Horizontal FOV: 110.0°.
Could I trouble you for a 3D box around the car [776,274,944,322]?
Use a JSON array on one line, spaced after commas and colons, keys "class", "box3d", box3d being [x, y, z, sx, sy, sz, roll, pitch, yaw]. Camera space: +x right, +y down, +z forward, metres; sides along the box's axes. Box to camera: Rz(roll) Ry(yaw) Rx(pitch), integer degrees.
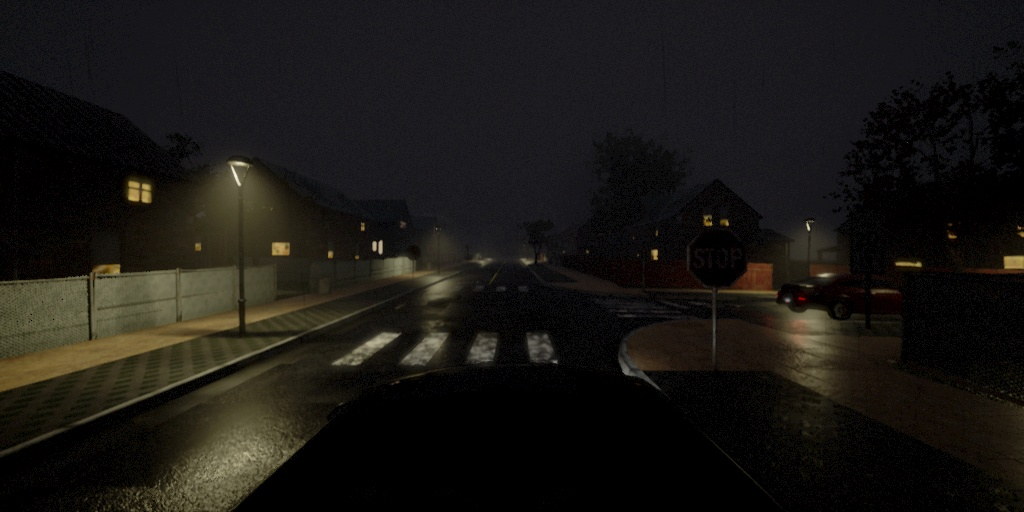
[{"class": "car", "box3d": [11.533, 1.328, 12.040, 4.674, 1.442, 1.812, 1, 0, -1]}]
